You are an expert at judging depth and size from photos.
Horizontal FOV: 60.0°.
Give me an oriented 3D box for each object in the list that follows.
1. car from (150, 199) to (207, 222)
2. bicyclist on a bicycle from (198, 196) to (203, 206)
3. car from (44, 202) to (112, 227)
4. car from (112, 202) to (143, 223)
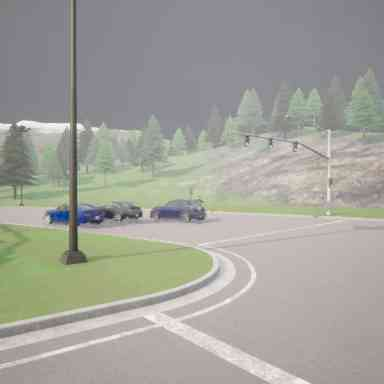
[{"bbox_3d":[-1.144,1.351,26.315,4.553,1.767,2.097,0,0,36],"label":"car"},{"bbox_3d":[0.900,1.302,38.405,0.582,1.620,1.656,0,0,34],"label":"bicyclist on a bicycle"},{"bbox_3d":[-8.079,1.477,22.699,5.008,1.535,1.882,0,0,35],"label":"car"},{"bbox_3d":[-5.968,1.492,25.487,4.902,1.511,2.128,0,0,35],"label":"car"}]
